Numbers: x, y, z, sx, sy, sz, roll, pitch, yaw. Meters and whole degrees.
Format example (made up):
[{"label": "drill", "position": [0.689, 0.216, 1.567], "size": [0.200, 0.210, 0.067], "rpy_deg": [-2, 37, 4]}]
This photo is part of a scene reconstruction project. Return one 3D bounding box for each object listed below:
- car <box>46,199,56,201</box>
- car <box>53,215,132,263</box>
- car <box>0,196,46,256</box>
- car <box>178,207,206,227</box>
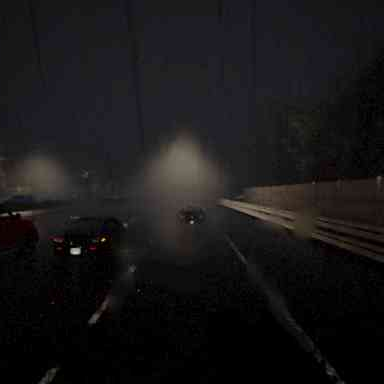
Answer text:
[{"label": "car", "position": [-21.037, 1.780, 48.650], "size": [2.033, 1.411, 5.357], "rpy_deg": [0, 0, 1]}, {"label": "car", "position": [-3.401, 1.570, 12.027], "size": [1.812, 1.442, 4.674], "rpy_deg": [0, 0, 0]}, {"label": "car", "position": [-6.898, 1.259, 10.259], "size": [2.150, 2.045, 5.566], "rpy_deg": [0, 0, 0]}, {"label": "car", "position": [0.002, 1.697, 23.881], "size": [1.895, 1.301, 4.718], "rpy_deg": [0, 0, 0]}]
